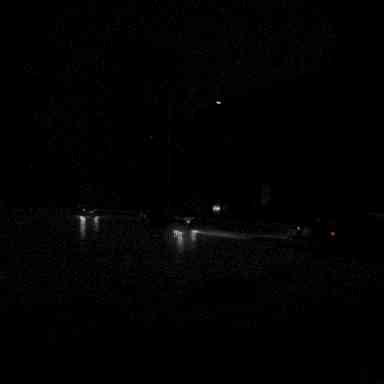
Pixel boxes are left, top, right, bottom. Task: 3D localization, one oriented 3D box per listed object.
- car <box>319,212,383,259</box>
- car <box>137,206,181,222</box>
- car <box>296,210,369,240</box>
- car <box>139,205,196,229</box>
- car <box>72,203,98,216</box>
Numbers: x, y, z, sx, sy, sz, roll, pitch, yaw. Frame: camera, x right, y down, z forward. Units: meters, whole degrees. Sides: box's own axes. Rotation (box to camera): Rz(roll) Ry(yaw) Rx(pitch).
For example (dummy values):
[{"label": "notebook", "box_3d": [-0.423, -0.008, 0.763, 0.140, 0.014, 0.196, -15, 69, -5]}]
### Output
[{"label": "car", "box_3d": [7.186, 1.562, 10.712, 2.033, 1.411, 5.357, 1, -1, -35]}, {"label": "car", "box_3d": [-3.083, 1.954, 30.427, 1.895, 1.301, 4.718, 1, -2, -35]}, {"label": "car", "box_3d": [7.263, 1.618, 15.729, 1.837, 1.490, 4.892, 1, -1, -35]}, {"label": "car", "box_3d": [-1.632, 1.690, 23.245, 2.128, 1.511, 4.902, 1, -2, -35]}, {"label": "car", "box_3d": [-12.432, 2.020, 38.647, 1.812, 1.442, 4.674, 1, -2, -35]}]
